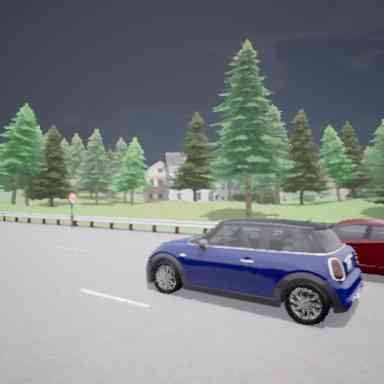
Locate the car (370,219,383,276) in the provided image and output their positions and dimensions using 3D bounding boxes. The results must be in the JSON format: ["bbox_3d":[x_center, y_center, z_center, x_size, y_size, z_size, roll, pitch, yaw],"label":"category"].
[{"bbox_3d":[4.636,1.473,9.163,5.008,1.535,1.882,0,0,35],"label":"car"}]

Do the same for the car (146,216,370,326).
[{"bbox_3d":[1.150,1.355,7.316,4.553,1.767,2.097,0,0,35],"label":"car"}]
